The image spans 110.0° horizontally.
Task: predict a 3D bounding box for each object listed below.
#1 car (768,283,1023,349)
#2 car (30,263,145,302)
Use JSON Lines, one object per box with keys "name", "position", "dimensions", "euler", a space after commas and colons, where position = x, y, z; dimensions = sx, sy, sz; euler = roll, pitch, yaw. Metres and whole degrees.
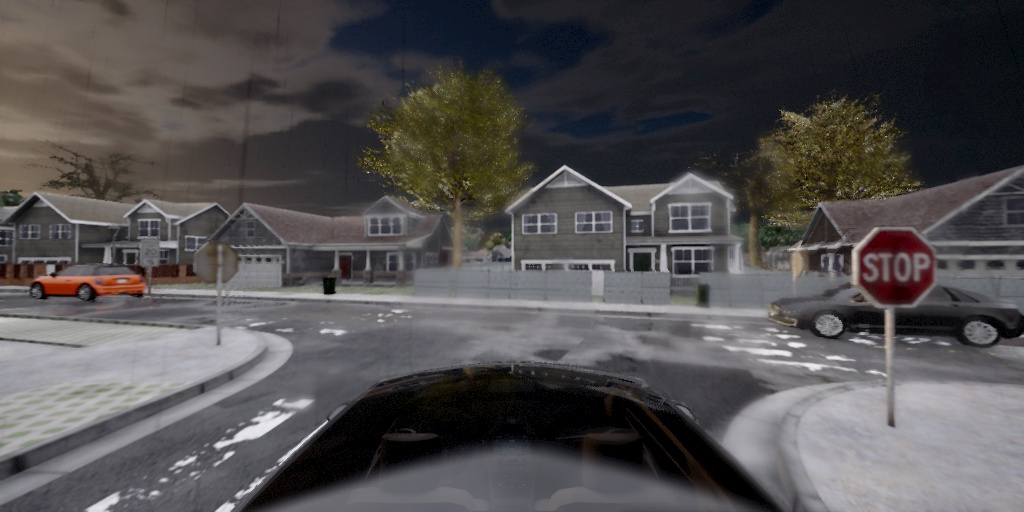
{"name": "car", "position": [9.791, 1.422, 9.575], "dimensions": [4.892, 1.490, 1.837], "euler": [0, -1, 18]}
{"name": "car", "position": [-20.579, 1.210, 17.446], "dimensions": [4.553, 1.767, 2.097], "euler": [0, -1, 12]}
